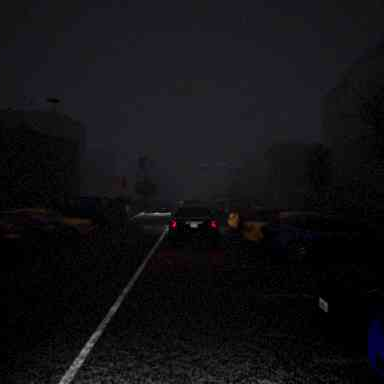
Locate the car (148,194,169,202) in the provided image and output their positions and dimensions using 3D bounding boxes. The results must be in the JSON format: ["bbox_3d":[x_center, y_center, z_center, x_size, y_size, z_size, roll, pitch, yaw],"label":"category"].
[{"bbox_3d":[-7.722,1.413,77.274,4.553,1.767,2.185,0,0,0],"label":"car"}]

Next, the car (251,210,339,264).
[{"bbox_3d":[4.678,1.514,11.249,4.792,1.488,2.163,0,0,0],"label":"car"}]

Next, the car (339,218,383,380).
[{"bbox_3d":[4.621,1.226,2.868,5.566,2.045,2.435,0,0,0],"label":"car"}]

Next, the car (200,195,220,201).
[{"bbox_3d":[4.645,1.549,86.675,4.892,1.521,2.231,0,0,0],"label":"car"}]

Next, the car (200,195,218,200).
[{"bbox_3d":[4.631,1.520,92.277,4.892,1.521,2.231,0,1,0],"label":"car"}]

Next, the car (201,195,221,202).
[{"bbox_3d":[4.633,1.544,81.215,4.892,1.521,2.231,0,0,0],"label":"car"}]

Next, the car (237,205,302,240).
[{"bbox_3d":[4.833,1.484,14.043,5.366,1.575,1.946,0,0,0],"label":"car"}]

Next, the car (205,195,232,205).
[{"bbox_3d":[4.673,1.399,58.741,4.553,1.767,2.185,0,0,0],"label":"car"}]

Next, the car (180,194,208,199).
[{"bbox_3d":[0.086,1.372,30.993,2.097,1.767,4.553,0,0,0],"label":"car"}]

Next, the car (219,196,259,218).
[{"bbox_3d":[4.614,1.370,25.219,4.553,1.767,2.185,0,0,0],"label":"car"}]

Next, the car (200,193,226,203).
[{"bbox_3d":[4.612,1.285,72.709,5.566,2.045,2.435,0,0,0],"label":"car"}]

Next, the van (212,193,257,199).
[{"bbox_3d":[4.529,1.277,33.598,4.442,1.987,1.878,0,0,0],"label":"van"}]

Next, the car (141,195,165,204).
[{"bbox_3d":[-7.657,1.403,65.396,4.553,1.767,2.185,0,0,0],"label":"car"}]

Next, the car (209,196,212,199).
[{"bbox_3d":[4.640,1.505,36.517,5.008,1.535,2.097,0,0,0],"label":"car"}]

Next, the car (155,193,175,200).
[{"bbox_3d":[-7.664,1.227,94.803,5.566,2.045,2.435,0,1,0],"label":"car"}]

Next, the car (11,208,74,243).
[{"bbox_3d":[-7.680,1.525,13.769,4.674,1.452,2.002,0,0,0],"label":"car"}]

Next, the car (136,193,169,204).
[{"bbox_3d":[-7.717,1.275,62.583,5.566,2.045,2.435,0,0,0],"label":"car"}]

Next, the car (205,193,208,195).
[{"bbox_3d":[4.612,1.392,50.360,4.553,1.767,2.185,0,0,0],"label":"car"}]

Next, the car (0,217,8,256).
[{"bbox_3d":[-7.652,1.510,8.313,4.792,1.488,2.163,0,0,0],"label":"car"}]

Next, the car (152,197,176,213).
[{"bbox_3d":[-3.100,1.590,37.560,1.994,1.385,4.181,0,0,0],"label":"car"}]

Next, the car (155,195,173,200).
[{"bbox_3d":[-7.698,1.524,91.862,5.008,1.535,2.097,0,0,0],"label":"car"}]

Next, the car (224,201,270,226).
[{"bbox_3d":[4.832,1.488,19.630,5.366,1.575,1.946,0,0,0],"label":"car"}]

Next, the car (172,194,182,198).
[{"bbox_3d":[-3.011,1.110,78.826,2.097,1.767,4.553,0,0,0],"label":"car"}]

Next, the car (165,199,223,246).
[{"bbox_3d":[0.087,1.359,15.359,2.097,1.767,4.553,0,0,0],"label":"car"}]

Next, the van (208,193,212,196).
[{"bbox_3d":[4.761,1.287,44.773,4.442,1.987,1.878,0,0,0],"label":"van"}]

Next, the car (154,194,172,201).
[{"bbox_3d":[-7.661,1.418,89.031,4.553,1.767,2.185,0,0,0],"label":"car"}]

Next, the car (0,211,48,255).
[{"bbox_3d":[-7.679,1.523,11.102,4.674,1.452,2.002,0,0,0],"label":"car"}]

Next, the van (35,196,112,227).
[{"bbox_3d":[-7.800,1.266,22.143,4.442,1.987,1.878,0,0,0],"label":"van"}]

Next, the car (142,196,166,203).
[{"bbox_3d":[-7.687,1.571,68.334,4.674,1.452,2.002,0,0,0],"label":"car"}]

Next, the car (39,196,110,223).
[{"bbox_3d":[-7.711,1.239,19.351,5.566,2.045,2.435,0,0,0],"label":"car"}]

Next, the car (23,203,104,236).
[{"bbox_3d":[-7.497,1.485,16.686,5.366,1.575,1.946,0,0,0],"label":"car"}]

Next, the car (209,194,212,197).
[{"bbox_3d":[4.675,1.382,39.187,4.553,1.767,2.185,0,0,0],"label":"car"}]

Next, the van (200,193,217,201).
[{"bbox_3d":[4.521,1.318,89.468,4.442,1.987,1.878,0,0,0],"label":"van"}]

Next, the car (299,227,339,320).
[{"bbox_3d":[4.620,1.509,5.662,4.792,1.488,2.163,0,0,0],"label":"car"}]
